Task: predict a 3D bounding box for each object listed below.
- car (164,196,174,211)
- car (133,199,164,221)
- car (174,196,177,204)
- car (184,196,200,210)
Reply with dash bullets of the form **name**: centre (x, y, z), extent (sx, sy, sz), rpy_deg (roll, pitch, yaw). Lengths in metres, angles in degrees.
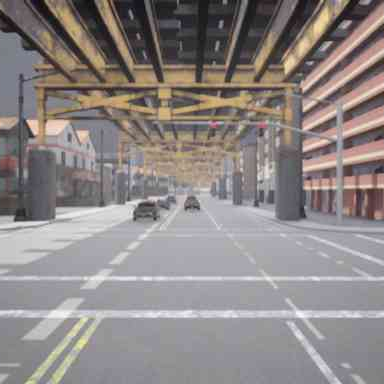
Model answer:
- **car**: centre (-3.680, 1.532, 41.404), extent (2.033, 1.411, 5.357), rpy_deg (0, 0, 0)
- **car**: centre (-3.654, 1.496, 27.408), extent (1.837, 1.490, 4.892), rpy_deg (0, 0, 0)
- **car**: centre (-3.652, 1.412, 59.123), extent (1.837, 1.490, 4.892), rpy_deg (0, 0, 0)
- **car**: centre (0.011, 1.583, 42.498), extent (1.895, 1.301, 4.718), rpy_deg (0, 0, 0)
